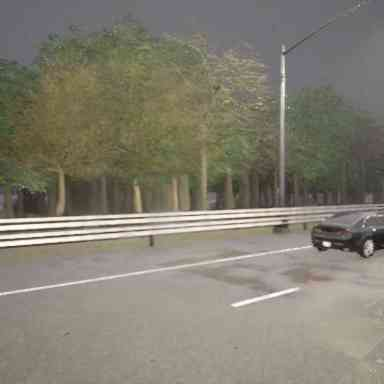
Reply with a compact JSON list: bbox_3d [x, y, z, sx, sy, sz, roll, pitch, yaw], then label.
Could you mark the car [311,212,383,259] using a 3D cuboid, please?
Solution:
[{"bbox_3d":[6.618,1.536,12.829,4.892,1.490,1.837,0,0,-35],"label":"car"}]
